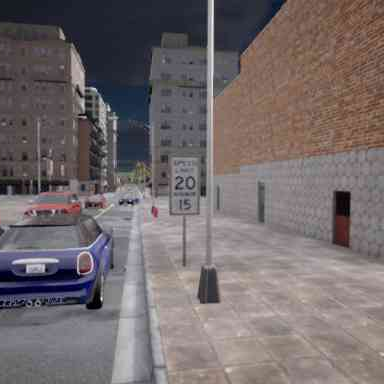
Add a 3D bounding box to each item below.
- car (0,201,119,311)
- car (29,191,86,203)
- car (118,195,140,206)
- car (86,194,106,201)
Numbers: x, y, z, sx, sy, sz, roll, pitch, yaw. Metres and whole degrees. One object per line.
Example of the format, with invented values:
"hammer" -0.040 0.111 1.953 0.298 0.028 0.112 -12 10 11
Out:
"car" -2.966 1.275 7.665 2.097 1.767 4.553 0 1 -9
"car" -7.733 0.993 18.976 2.150 2.045 5.566 0 1 -9
"car" -7.974 1.067 42.535 1.895 1.301 4.718 0 1 2
"car" -10.586 1.018 36.708 1.882 1.535 5.008 0 0 -9
